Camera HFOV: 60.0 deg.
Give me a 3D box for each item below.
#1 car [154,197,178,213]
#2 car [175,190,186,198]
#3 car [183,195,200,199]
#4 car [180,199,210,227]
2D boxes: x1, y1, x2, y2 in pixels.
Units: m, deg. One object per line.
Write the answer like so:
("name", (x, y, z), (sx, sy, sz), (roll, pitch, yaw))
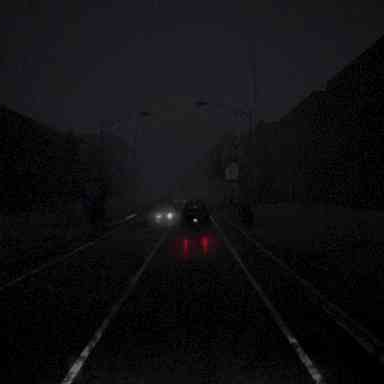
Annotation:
("car", (-2.912, 1.519, 35.835), (1.994, 1.385, 4.181), (0, 0, 0))
("car", (-2.607, 0.599, 77.039), (2.150, 2.045, 5.566), (0, 1, 0))
("car", (0.302, 1.423, 39.891), (2.128, 1.511, 4.902), (0, 0, 0))
("car", (0.214, 1.488, 22.609), (2.128, 1.511, 4.902), (0, 0, 0))
